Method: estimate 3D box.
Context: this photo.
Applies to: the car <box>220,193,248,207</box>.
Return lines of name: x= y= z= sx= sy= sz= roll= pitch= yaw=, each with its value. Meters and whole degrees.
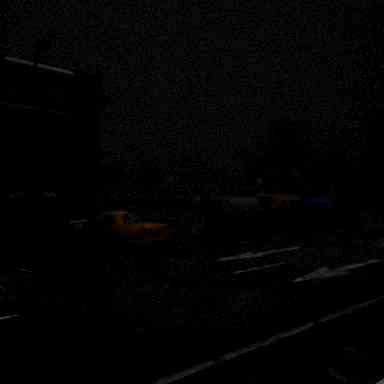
car: x=7.284 y=1.395 z=56.950 sx=2.435 sy=2.045 sz=5.566 roll=1 pitch=-2 yaw=35

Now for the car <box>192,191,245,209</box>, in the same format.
car: x=2.887 y=0.881 z=33.573 sx=2.435 sy=2.045 sz=5.566 roll=1 pitch=0 yaw=35

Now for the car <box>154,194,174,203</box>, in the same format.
car: x=-6.514 y=1.525 z=76.810 sx=2.185 sy=1.767 sz=4.553 roll=1 pitch=-2 yaw=35

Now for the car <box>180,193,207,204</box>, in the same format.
car: x=0.381 y=1.397 z=66.881 sx=2.435 sy=2.045 sz=5.566 roll=1 pitch=-2 yaw=35

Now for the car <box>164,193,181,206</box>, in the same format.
car: x=-0.486 y=1.135 z=38.455 sx=2.231 sy=1.521 sz=4.892 roll=0 pitch=-1 yaw=35

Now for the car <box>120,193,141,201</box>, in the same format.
car: x=-16.824 y=1.401 z=91.759 sx=2.435 sy=2.045 sz=5.566 roll=1 pitch=-2 yaw=35

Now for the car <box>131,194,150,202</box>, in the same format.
car: x=-13.363 y=1.528 z=86.786 sx=2.185 sy=1.767 sz=4.553 roll=1 pitch=-2 yaw=35

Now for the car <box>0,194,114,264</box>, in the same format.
car: x=-5.710 y=1.205 z=11.876 sx=5.566 sy=2.045 sz=2.435 roll=-1 pitch=0 yaw=35

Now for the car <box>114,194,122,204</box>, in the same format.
car: x=-8.911 y=1.137 z=50.607 sx=2.097 sy=1.535 sz=5.008 roll=0 pitch=-1 yaw=35

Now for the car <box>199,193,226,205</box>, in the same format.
car: x=3.870 y=1.399 z=61.965 sx=2.435 sy=2.045 sz=5.566 roll=1 pitch=-2 yaw=35

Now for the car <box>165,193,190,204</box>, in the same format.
car: x=-3.027 y=1.401 z=71.896 sx=2.435 sy=2.045 sz=5.566 roll=1 pitch=-2 yaw=35

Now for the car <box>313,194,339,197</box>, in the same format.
car: x=17.647 y=1.394 z=42.106 sx=2.435 sy=2.045 sz=5.566 roll=1 pitch=-2 yaw=35

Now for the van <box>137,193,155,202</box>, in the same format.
van: x=-11.597 y=1.431 z=84.381 sx=1.878 sy=1.987 sz=4.442 roll=1 pitch=-2 yaw=35

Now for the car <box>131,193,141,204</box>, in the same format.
car: x=-5.542 y=1.137 z=45.744 sx=2.231 sy=1.521 sz=4.892 roll=0 pitch=-1 yaw=35

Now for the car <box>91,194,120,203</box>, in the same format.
car: x=-15.657 y=1.169 z=60.361 sx=2.163 sy=1.488 sz=4.792 roll=0 pitch=-1 yaw=35

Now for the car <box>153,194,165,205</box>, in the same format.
car: x=-2.188 y=1.008 z=40.866 sx=2.185 sy=1.767 sz=4.553 roll=0 pitch=-1 yaw=35

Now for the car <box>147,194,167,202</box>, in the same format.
car: x=-8.249 y=1.525 z=79.294 sx=2.185 sy=1.767 sz=4.553 roll=1 pitch=-2 yaw=35

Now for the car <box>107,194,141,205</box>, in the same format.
car: x=-10.704 y=1.132 z=52.887 sx=1.946 sy=1.575 sz=5.366 roll=1 pitch=0 yaw=35

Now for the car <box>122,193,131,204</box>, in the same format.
car: x=-7.242 y=1.165 z=48.154 sx=2.163 sy=1.488 sz=4.792 roll=1 pitch=-1 yaw=35

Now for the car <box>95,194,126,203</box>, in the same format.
car: x=-14.078 y=1.133 z=57.748 sx=1.946 sy=1.575 sz=5.366 roll=1 pitch=0 yaw=35

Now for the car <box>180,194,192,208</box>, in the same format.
car: x=1.204 y=1.173 z=36.028 sx=2.002 sy=1.452 sz=4.674 roll=1 pitch=0 yaw=35

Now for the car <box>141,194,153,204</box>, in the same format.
car: x=-3.756 y=1.135 z=43.474 sx=1.946 sy=1.575 sz=5.366 roll=0 pitch=-1 yaw=35

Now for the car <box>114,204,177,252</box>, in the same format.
car: x=-3.368 y=1.441 z=13.716 sx=5.366 sy=1.575 sz=1.946 roll=-1 pitch=0 yaw=35

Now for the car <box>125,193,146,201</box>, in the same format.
car: x=-15.112 y=1.400 z=89.221 sx=2.435 sy=2.045 sz=5.566 roll=1 pitch=-2 yaw=35

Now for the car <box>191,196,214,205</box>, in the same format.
car: x=2.102 y=1.650 z=64.416 sx=2.231 sy=1.521 sz=4.892 roll=1 pitch=-2 yaw=35

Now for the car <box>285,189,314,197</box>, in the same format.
car: x=17.551 y=0.249 z=54.312 sx=1.882 sy=1.535 sz=5.008 roll=2 pitch=3 yaw=-34

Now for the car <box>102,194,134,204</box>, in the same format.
car: x=-12.294 y=1.138 z=55.476 sx=2.097 sy=1.535 sz=5.008 roll=1 pitch=0 yaw=35

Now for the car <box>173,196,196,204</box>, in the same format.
car: x=-1.433 y=1.640 z=69.228 sx=1.946 sy=1.575 sz=5.366 roll=1 pitch=-2 yaw=35
